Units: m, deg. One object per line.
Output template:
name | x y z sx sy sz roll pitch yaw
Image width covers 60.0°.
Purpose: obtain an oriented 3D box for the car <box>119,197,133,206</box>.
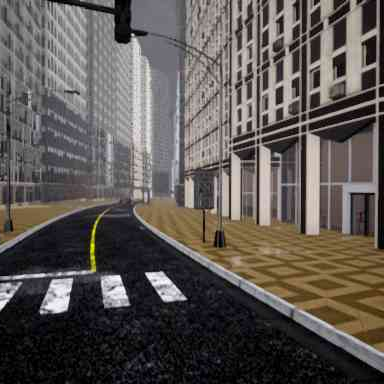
car | -11.020 1.578 55.778 1.882 1.535 5.008 0 0 -5
